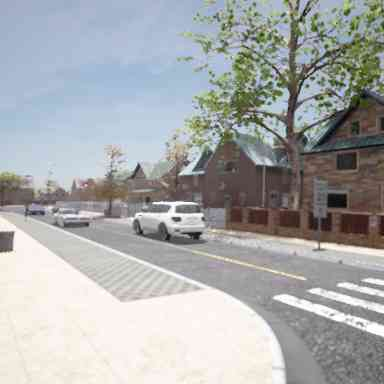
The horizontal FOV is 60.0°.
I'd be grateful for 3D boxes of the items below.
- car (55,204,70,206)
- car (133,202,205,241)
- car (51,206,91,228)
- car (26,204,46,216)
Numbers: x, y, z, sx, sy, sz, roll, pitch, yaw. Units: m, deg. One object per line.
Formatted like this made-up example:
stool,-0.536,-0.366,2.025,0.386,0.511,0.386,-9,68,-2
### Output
car,-16.581,2.225,42.307,2.128,1.511,4.902,2,-2,-33
car,-1.447,1.586,19.105,2.150,2.045,5.566,2,-2,-33
car,-9.381,1.992,25.857,1.895,1.301,4.718,2,-2,-33
car,-19.884,2.264,42.152,2.033,1.411,5.357,2,-2,-33
